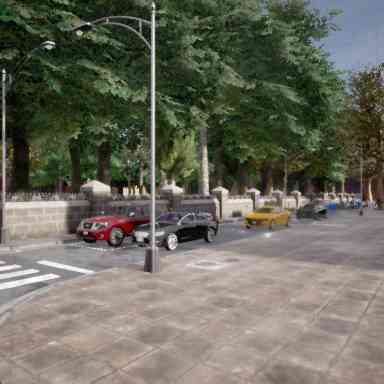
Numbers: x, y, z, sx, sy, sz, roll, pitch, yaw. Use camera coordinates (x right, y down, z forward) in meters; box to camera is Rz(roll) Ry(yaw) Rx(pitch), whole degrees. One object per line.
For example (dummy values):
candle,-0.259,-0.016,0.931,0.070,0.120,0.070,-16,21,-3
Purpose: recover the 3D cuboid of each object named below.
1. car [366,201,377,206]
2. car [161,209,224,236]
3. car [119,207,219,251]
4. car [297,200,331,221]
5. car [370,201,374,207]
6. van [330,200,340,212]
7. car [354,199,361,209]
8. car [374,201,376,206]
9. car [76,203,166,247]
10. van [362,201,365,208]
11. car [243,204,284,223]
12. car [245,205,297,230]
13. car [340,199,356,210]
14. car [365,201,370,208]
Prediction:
car,44.349,2.814,81.975,1.802,1.307,4.206,-1,-1,36
car,0.133,1.787,20.582,1.802,1.307,4.206,-1,-1,36
car,-0.630,1.644,15.170,2.128,1.511,4.902,0,-1,36
car,11.599,1.883,32.112,1.882,1.535,5.008,0,-1,36
car,38.367,2.645,73.626,1.947,1.339,4.313,-1,-1,36
van,19.249,1.959,47.109,1.690,1.788,3.998,-1,-1,36
car,28.808,2.408,60.365,1.947,1.339,4.313,-1,-1,36
car,41.276,2.704,77.678,2.008,1.369,4.403,-1,-1,36
car,-3.054,1.457,16.166,2.192,1.841,5.009,-1,-1,36
van,31.994,2.261,64.790,1.690,1.788,3.998,-1,-1,36
car,6.405,1.860,29.286,1.752,1.417,4.829,-1,-1,36
car,5.494,1.754,23.663,1.882,1.535,5.008,0,-1,36
car,25.622,2.317,55.946,2.008,1.369,4.403,-1,-1,36
car,35.081,2.522,69.069,1.752,1.417,4.829,-1,-1,36
